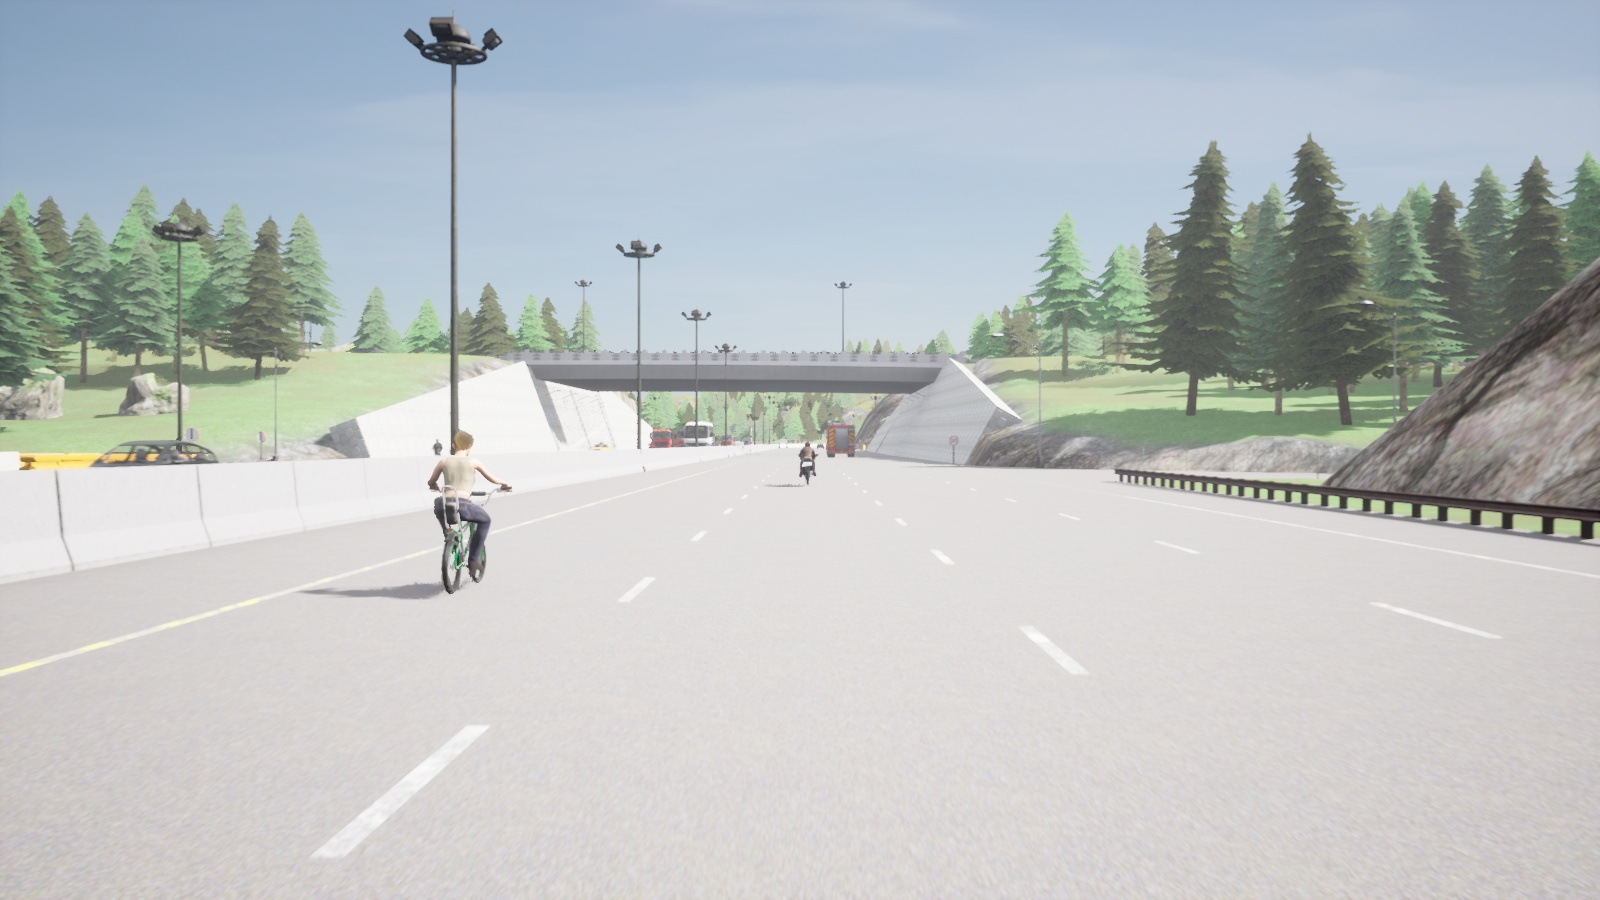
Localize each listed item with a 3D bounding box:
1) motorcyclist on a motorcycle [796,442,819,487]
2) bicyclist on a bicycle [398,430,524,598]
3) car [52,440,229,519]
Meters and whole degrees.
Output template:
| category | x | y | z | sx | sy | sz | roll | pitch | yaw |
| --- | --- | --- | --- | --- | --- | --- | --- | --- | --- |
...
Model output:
| category | x | y | z | sx | sy | sz | roll | pitch | yaw |
| --- | --- | --- | --- | --- | --- | --- | --- | --- | --- |
| motorcyclist on a motorcycle | 0.265 | 0.481 | 43.911 | 0.797 | 1.523 | 2.044 | 0 | 0 | 0 |
| bicyclist on a bicycle | -3.417 | 0.608 | 12.811 | 0.866 | 1.612 | 1.509 | 0 | 0 | 1 |
| car | -13.834 | 0.563 | 26.579 | 1.789 | 1.549 | 3.705 | 0 | 0 | 0 |
